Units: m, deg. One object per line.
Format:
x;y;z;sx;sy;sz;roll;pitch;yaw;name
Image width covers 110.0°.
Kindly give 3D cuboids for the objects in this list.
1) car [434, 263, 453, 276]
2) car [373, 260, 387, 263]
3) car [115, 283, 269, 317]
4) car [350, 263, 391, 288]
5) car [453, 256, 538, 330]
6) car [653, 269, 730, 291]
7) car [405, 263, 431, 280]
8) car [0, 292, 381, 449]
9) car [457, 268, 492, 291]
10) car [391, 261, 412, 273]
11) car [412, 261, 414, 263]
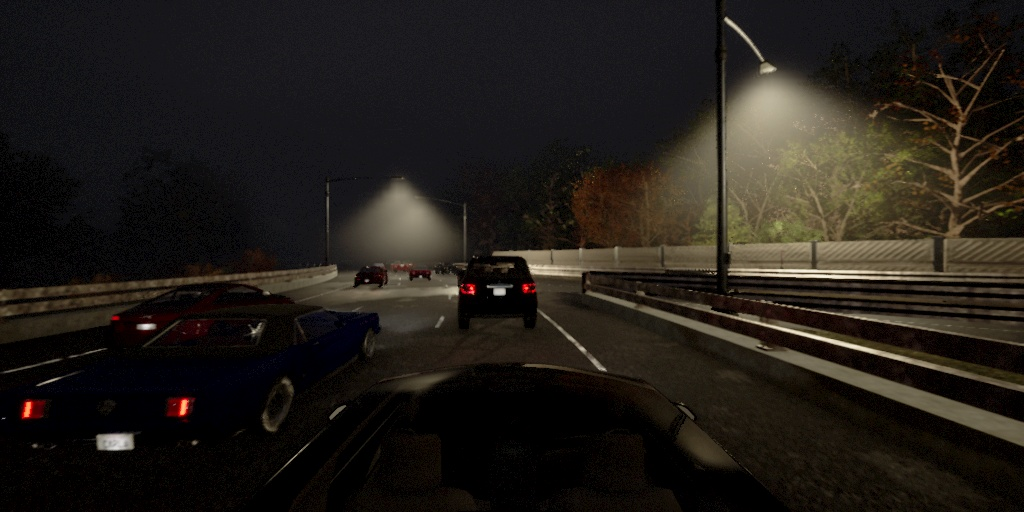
-7.979;1.569;42.805;1.837;1.490;4.892;0;0;-26;car
-17.527;1.650;46.662;2.033;1.411;5.357;0;0;-26;car
-7.327;1.376;9.042;1.994;1.385;4.181;0;0;-4;car
-10.123;1.466;25.924;1.812;1.442;4.674;0;-1;-13;car
-0.563;1.041;11.637;2.150;2.045;5.566;0;-1;-5;car
8.202;1.388;17.898;1.812;1.442;4.674;0;0;-41;car
-9.030;1.606;34.780;1.895;1.301;4.718;0;0;-18;car
-3.605;1.382;5.412;1.895;1.301;4.718;0;0;-2;car
-2.691;1.525;24.681;1.895;1.301;4.718;0;0;-12;car
-16.268;1.492;51.788;2.097;1.767;4.553;0;0;-27;car
-18.142;1.569;61.781;2.097;1.767;4.553;0;0;-32;car
